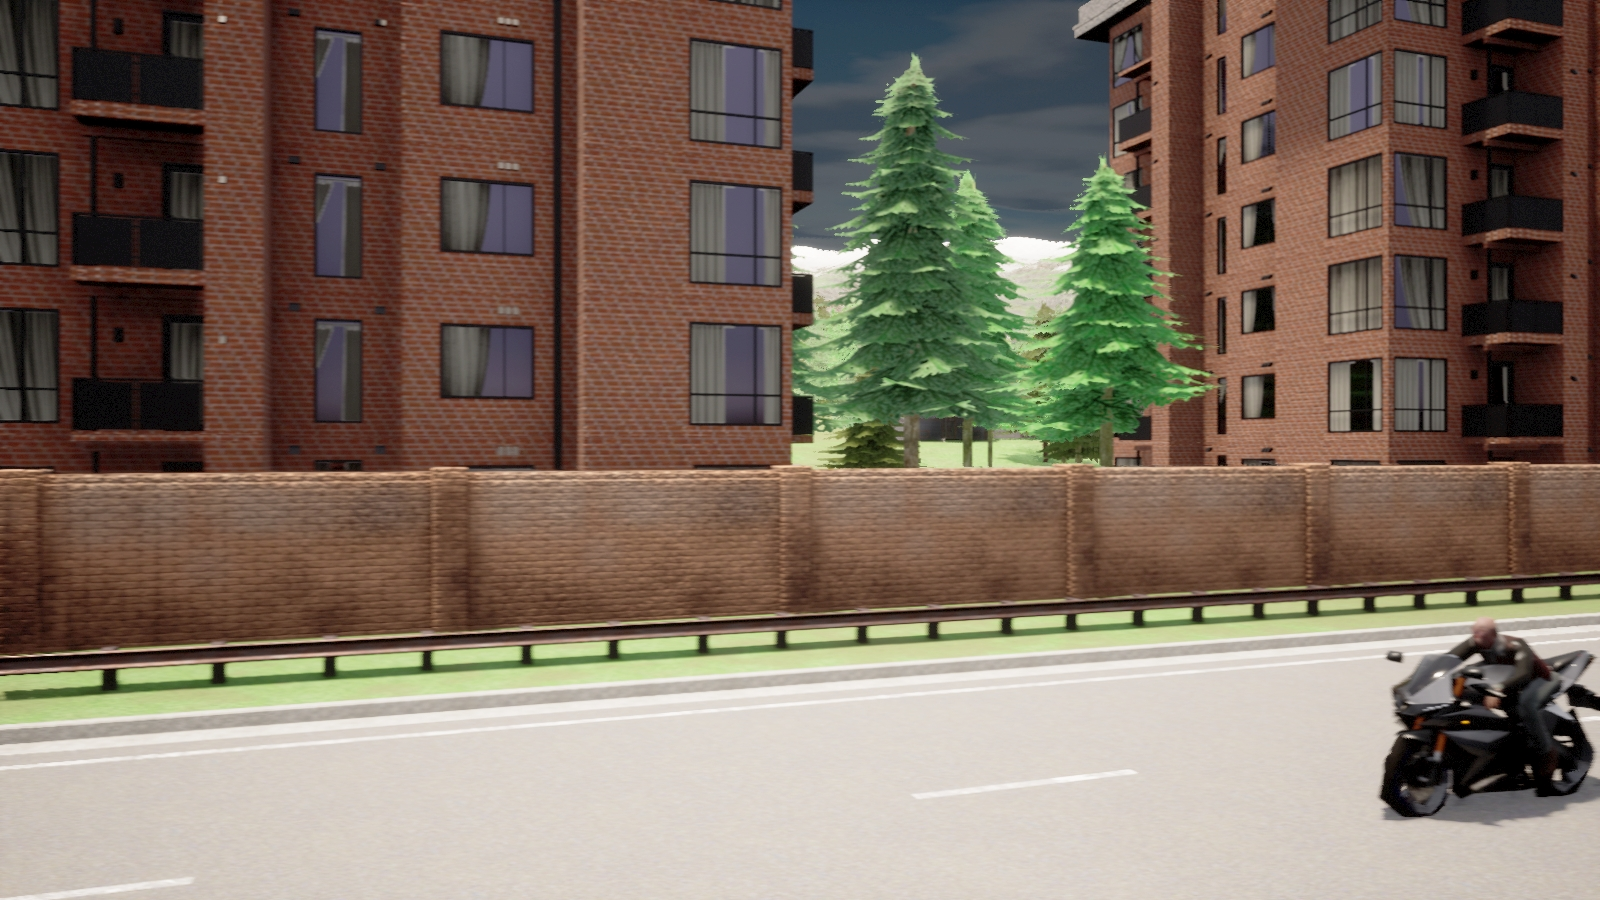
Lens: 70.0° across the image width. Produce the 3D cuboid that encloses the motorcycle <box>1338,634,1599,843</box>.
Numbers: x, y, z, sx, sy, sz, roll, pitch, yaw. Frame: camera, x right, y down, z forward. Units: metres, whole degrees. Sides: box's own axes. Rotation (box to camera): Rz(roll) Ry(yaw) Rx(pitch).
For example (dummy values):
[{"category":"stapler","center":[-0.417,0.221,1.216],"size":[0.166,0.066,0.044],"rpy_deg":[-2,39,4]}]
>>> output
[{"category":"motorcycle","center":[5.436,2.200,9.001],"size":[2.209,1.251,0.867],"rpy_deg":[0,0,-20]}]
